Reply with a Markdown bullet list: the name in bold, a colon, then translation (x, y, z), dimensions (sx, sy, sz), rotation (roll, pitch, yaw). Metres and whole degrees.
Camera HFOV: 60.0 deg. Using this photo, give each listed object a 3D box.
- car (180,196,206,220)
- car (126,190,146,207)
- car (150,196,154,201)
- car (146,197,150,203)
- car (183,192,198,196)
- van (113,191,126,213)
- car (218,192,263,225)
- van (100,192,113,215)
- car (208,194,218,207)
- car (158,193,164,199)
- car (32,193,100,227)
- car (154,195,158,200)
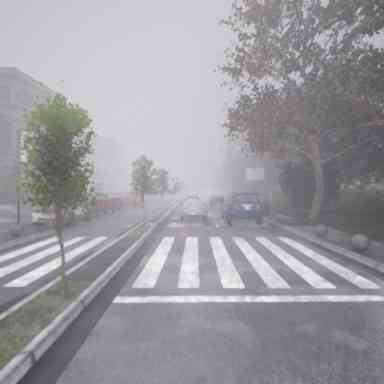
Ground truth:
- **car**: translation (0.081, 1.290, 25.736), dimensions (1.812, 1.442, 4.674), rotation (0, 0, 0)
- **car**: translation (-8.059, 0.803, 43.762), dimensions (2.435, 2.045, 5.566), rotation (0, 1, 0)
- **car**: translation (-8.006, 0.959, 54.889), dimensions (2.002, 1.452, 4.674), rotation (0, 1, 0)
- **car**: translation (-8.032, 1.019, 49.310), dimensions (2.163, 1.488, 4.792), rotation (0, 1, 0)
- **car**: translation (0.068, 1.065, 43.481), dimensions (2.128, 1.511, 4.902), rotation (0, 1, 0)
- **van**: translation (-8.112, 0.954, 32.583), dimensions (1.878, 1.987, 4.442), rotation (0, 1, 0)
- **car**: translation (3.233, 1.020, 22.177), dimensions (2.150, 2.045, 5.566), rotation (0, 1, 0)
- **van**: translation (-8.140, 1.011, 27.036), dimensions (1.878, 1.987, 4.442), rotation (0, 1, 0)
- **car**: translation (3.218, 1.078, 43.452), dimensions (1.837, 1.490, 4.892), rotation (0, 0, 0)
- **car**: translation (-7.924, 0.696, 71.530), dimensions (2.231, 1.521, 4.892), rotation (0, 1, 0)
- **car**: translation (-8.165, 1.039, 21.578), dimensions (2.435, 2.045, 5.566), rotation (0, 1, 0)
- **car**: translation (-7.978, 0.877, 60.404), dimensions (2.163, 1.488, 4.792), rotation (0, 1, 0)
